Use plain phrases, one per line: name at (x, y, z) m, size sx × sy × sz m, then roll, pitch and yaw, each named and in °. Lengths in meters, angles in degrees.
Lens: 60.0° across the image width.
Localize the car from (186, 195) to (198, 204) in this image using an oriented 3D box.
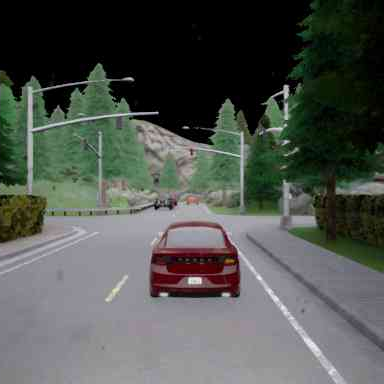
car at (0.047, 1.352, 61.702) m, size 2.097 × 1.767 × 4.553 m, roll 0°, pitch 0°, yaw -2°

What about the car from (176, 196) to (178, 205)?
car at (-3.511, 1.221, 53.802) m, size 2.150 × 2.045 × 5.566 m, roll 0°, pitch 0°, yaw 1°

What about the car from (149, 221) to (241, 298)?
car at (0.074, 1.478, 8.578) m, size 1.882 × 1.535 × 5.008 m, roll 0°, pitch 0°, yaw 0°

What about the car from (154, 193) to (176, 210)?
car at (-3.550, 1.223, 42.644) m, size 2.150 × 2.045 × 5.566 m, roll 0°, pitch 0°, yaw 0°
